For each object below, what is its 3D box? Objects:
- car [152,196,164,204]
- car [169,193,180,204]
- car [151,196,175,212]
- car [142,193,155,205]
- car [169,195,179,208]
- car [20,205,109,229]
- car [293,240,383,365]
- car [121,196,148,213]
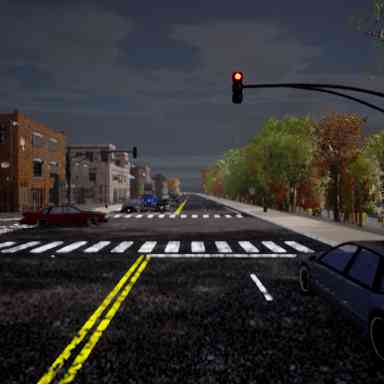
[{"bbox_3d":[-6.572,1.531,64.971,1.812,1.442,4.674,0,0,1],"label":"car"},{"bbox_3d":[-3.346,1.228,62.130,2.150,2.045,5.566,0,0,0],"label":"car"},{"bbox_3d":[-3.334,1.506,38.756,1.837,1.490,4.892,0,0,0],"label":"car"},{"bbox_3d":[-6.599,1.222,49.893,2.150,2.045,5.566,0,0,0],"label":"car"},{"bbox_3d":[-3.348,1.567,48.690,1.994,1.385,4.181,0,0,0],"label":"car"},{"bbox_3d":[-8.252,1.563,21.835,5.357,1.411,2.033,-1,0,-17],"label":"car"},{"bbox_3d":[3.355,1.547,5.647,2.033,1.411,5.357,0,0,0],"label":"car"},{"bbox_3d":[-6.588,1.549,37.458,2.033,1.411,5.357,0,0,0],"label":"car"}]
